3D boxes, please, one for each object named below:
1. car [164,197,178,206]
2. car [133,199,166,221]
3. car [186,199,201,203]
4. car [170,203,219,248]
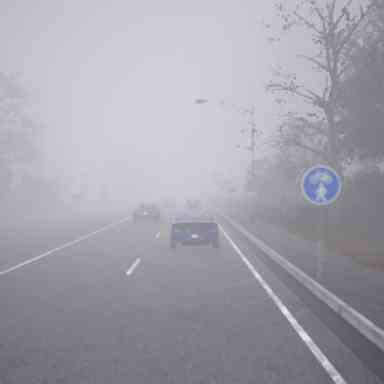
[{"bbox_3d":[-2.998,1.337,45.709,1.994,1.385,4.181,0,1,3],"label":"car"},{"bbox_3d":[-3.390,1.491,26.203,1.994,1.385,4.181,0,0,0],"label":"car"},{"bbox_3d":[0.122,1.417,34.689,2.033,1.411,5.357,0,0,0],"label":"car"},{"bbox_3d":[0.102,1.455,14.603,1.882,1.535,5.008,0,0,0],"label":"car"}]
